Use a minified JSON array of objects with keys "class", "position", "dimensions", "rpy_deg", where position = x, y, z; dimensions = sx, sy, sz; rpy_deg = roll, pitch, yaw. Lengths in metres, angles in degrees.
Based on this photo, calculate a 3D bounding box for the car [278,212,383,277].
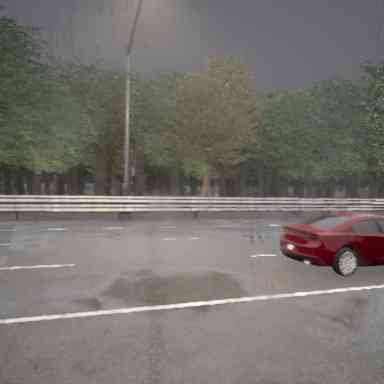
[{"class":"car","position":[4.951,1.332,9.560],"dimensions":[5.008,1.535,1.882],"rpy_deg":[1,1,-18]}]
